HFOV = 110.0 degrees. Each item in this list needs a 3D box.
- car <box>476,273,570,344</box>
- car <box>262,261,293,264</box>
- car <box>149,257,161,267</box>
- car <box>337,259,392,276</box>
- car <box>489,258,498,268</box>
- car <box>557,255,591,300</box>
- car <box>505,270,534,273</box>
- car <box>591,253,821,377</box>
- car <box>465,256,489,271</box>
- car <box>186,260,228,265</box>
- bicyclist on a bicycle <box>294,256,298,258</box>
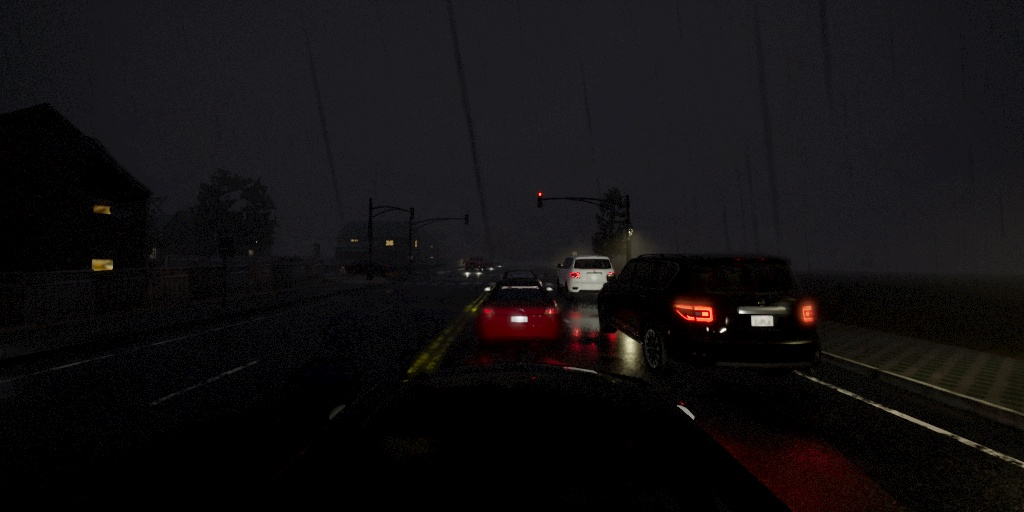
[{"bbox_3d":[0.177,1.319,9.659,1.994,1.385,4.181,0,0,0],"label":"car"},{"bbox_3d":[-20.871,0.940,33.229,4.892,1.490,1.837,1,-1,16],"label":"car"},{"bbox_3d":[-40.289,0.624,38.663,4.892,1.490,1.837,1,-1,16],"label":"car"},{"bbox_3d":[-14.138,1.069,34.356,5.008,1.535,1.882,1,1,4],"label":"car"},{"bbox_3d":[-4.305,1.215,63.346,2.097,1.767,4.553,0,0,4],"label":"car"},{"bbox_3d":[3.554,0.983,17.896,2.150,2.045,5.566,0,0,1],"label":"car"},{"bbox_3d":[0.342,1.364,18.469,1.895,1.301,4.718,0,0,-3],"label":"car"},{"bbox_3d":[3.402,0.974,7.537,2.150,2.045,5.566,0,0,0],"label":"car"},{"bbox_3d":[-5.114,1.053,50.879,2.150,2.045,5.566,0,0,5],"label":"car"},{"bbox_3d":[-30.411,0.829,35.895,5.357,1.411,2.033,1,-1,16],"label":"car"},{"bbox_3d":[-24.188,0.781,40.246,0.582,1.620,1.656,1,-1,16],"label":"bicyclist on a bicycle"}]
